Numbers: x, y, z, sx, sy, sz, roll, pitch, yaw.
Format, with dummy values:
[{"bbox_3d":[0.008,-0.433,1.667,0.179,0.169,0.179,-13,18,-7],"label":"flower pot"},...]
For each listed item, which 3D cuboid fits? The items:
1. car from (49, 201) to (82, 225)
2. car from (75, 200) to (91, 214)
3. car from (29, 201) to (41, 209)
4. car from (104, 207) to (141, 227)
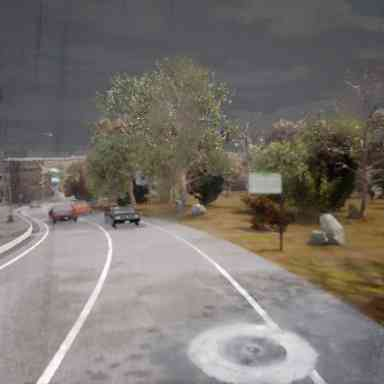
[{"bbox_3d":[-11.042,1.832,28.363,1.882,1.535,5.008,-3,0,-28],"label":"car"},{"bbox_3d":[-13.587,1.755,39.710,2.097,1.767,4.553,-3,1,-30],"label":"car"},{"bbox_3d":[-30.345,2.460,64.482,2.128,1.511,4.902,-2,1,-22],"label":"car"},{"bbox_3d":[-5.103,1.697,23.805,1.895,1.301,4.718,-2,0,-23],"label":"car"}]
